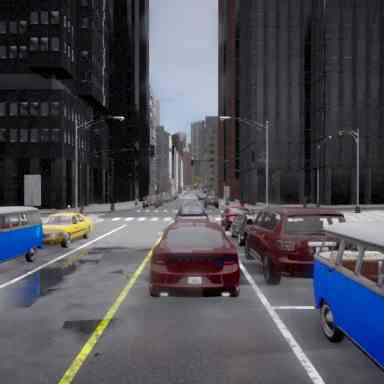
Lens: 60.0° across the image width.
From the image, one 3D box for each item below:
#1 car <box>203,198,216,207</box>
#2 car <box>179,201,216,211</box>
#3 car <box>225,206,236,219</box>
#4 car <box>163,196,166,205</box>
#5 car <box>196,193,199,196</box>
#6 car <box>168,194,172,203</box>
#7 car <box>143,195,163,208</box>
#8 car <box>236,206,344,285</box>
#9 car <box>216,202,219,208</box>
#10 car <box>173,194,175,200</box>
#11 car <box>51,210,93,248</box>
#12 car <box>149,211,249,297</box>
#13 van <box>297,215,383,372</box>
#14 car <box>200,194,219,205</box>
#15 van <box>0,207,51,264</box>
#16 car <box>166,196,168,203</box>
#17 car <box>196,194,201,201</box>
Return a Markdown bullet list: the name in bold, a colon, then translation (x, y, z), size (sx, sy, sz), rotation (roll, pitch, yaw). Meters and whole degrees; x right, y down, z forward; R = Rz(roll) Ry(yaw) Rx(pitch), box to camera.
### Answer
- **car**: translation (2.728, 1.593, 53.156), size (1.947, 1.339, 4.313), rotation (0, 0, 0)
- **car**: translation (-0.009, 1.494, 19.019), size (2.128, 1.511, 4.902), rotation (0, 0, 0)
- **car**: translation (2.752, 1.552, 14.946), size (2.008, 1.369, 4.403), rotation (0, 0, 0)
- **car**: translation (-5.798, 1.342, 53.161), size (2.192, 1.841, 5.009), rotation (0, 0, 0)
- **car**: translation (2.705, 1.675, 92.664), size (1.947, 1.339, 4.313), rotation (0, 0, 0)
- **car**: translation (-5.807, 1.620, 70.090), size (1.947, 1.339, 4.313), rotation (0, 0, 0)
- **car**: translation (-5.795, 1.336, 47.517), size (2.192, 1.841, 5.009), rotation (0, 0, 0)
- **car**: translation (2.756, 1.315, 9.421), size (2.192, 1.841, 5.009), rotation (0, 0, 0)
- **car**: translation (2.748, 1.548, 20.472), size (1.887, 1.381, 4.507), rotation (0, 0, 0)
- **car**: translation (-5.814, 1.625, 81.376), size (1.887, 1.381, 4.507), rotation (0, 0, 0)
- **car**: translation (-5.775, 1.526, 14.783), size (1.752, 1.417, 4.829), rotation (0, 0, 0)
- **car**: translation (0.062, 1.478, 8.610), size (1.882, 1.535, 5.008), rotation (0, 0, 0)
- **van**: translation (2.760, 1.341, 3.895), size (1.690, 1.788, 3.998), rotation (0, 0, 0)
- **car**: translation (2.730, 1.336, 47.513), size (2.192, 1.841, 5.009), rotation (0, 0, 0)
- **van**: translation (-5.774, 1.341, 9.428), size (1.690, 1.788, 3.998), rotation (0, 0, 0)
- **car**: translation (-5.800, 1.600, 58.803), size (1.947, 1.339, 4.313), rotation (0, 0, 0)
- **car**: translation (2.707, 1.640, 87.019), size (1.887, 1.381, 4.507), rotation (0, 0, 0)
